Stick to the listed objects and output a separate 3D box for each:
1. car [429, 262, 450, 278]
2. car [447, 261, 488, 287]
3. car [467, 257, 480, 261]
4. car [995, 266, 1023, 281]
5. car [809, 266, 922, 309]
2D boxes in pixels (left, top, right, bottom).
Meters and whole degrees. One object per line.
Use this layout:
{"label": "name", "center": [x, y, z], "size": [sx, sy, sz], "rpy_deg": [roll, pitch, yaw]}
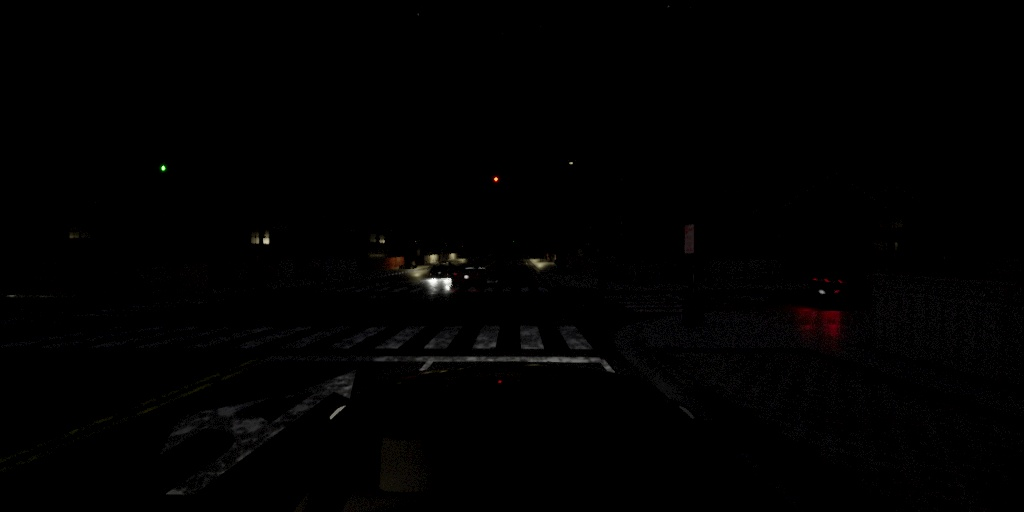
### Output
{"label": "car", "center": [-6.066, 1.229, 32.159], "size": [1.994, 1.385, 4.181], "rpy_deg": [0, 0, 1]}
{"label": "car", "center": [-2.768, 1.254, 24.038], "size": [1.994, 1.385, 4.181], "rpy_deg": [0, 0, 1]}
{"label": "car", "center": [-5.668, 0.953, 53.542], "size": [1.812, 1.442, 4.674], "rpy_deg": [0, 1, 1]}
{"label": "car", "center": [25.160, 0.889, 16.481], "size": [4.553, 1.767, 2.097], "rpy_deg": [0, 0, -1]}
{"label": "car", "center": [14.097, 1.128, 13.501], "size": [4.902, 1.511, 2.128], "rpy_deg": [0, 0, 0]}
